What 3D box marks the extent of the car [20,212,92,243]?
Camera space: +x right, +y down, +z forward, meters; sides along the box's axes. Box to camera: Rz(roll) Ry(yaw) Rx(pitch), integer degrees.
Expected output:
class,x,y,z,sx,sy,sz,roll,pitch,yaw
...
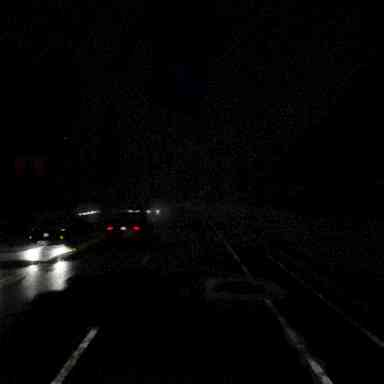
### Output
class,x,y,z,sx,sy,sz,roll,pitch,yaw
car,-6.598,1.770,17.013,1.994,1.385,4.181,0,-1,0

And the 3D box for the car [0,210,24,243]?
class,x,y,z,sx,sy,sz,roll,pitch,yaw
car,-9.849,1.713,17.198,1.837,1.490,4.892,0,-1,0

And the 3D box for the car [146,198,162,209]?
class,x,y,z,sx,sy,sz,roll,pitch,yaw
car,-6.548,2.060,57.970,2.150,2.045,5.566,0,-1,1

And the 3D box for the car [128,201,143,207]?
class,x,y,z,sx,sy,sz,roll,pitch,yaw
car,-9.802,2.333,58.029,2.128,1.511,4.902,0,-1,1

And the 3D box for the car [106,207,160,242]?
class,x,y,z,sx,sy,sz,roll,pitch,yaw
car,-3.151,1.764,17.790,2.033,1.411,5.357,0,-1,0
